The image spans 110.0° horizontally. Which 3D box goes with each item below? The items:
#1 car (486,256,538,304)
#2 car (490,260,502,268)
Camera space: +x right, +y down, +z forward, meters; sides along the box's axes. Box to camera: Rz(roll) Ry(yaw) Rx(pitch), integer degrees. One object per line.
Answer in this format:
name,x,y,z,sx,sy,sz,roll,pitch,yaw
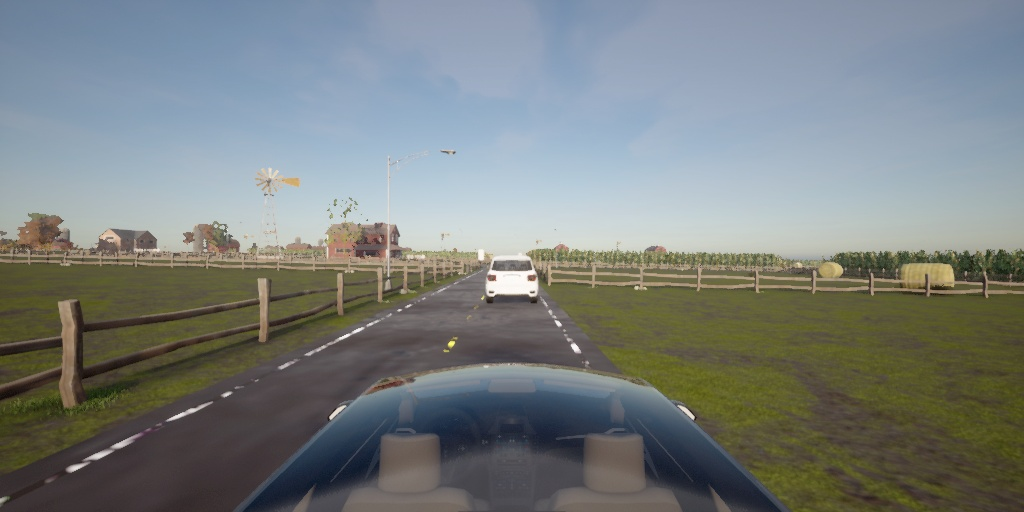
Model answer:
car,0.000,1.010,16.531,2.150,2.045,5.566,0,0,0
car,-2.750,1.445,62.473,1.895,1.301,4.718,0,0,0
